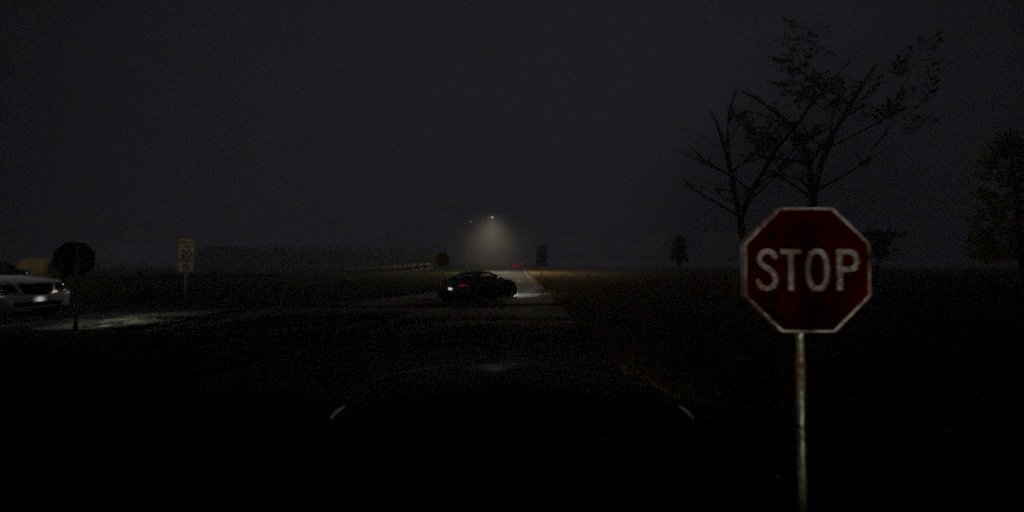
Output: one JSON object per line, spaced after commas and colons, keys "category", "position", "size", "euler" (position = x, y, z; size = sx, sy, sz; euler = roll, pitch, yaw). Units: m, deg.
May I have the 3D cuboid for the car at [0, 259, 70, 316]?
{"category": "car", "position": [-17.856, 1.000, 11.439], "size": [5.566, 2.045, 2.150], "euler": [1, -1, -1]}

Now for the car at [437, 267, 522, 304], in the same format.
{"category": "car", "position": [-1.569, 1.412, 17.242], "size": [1.994, 1.385, 4.181], "euler": [0, 0, 35]}

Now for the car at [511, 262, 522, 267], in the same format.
{"category": "car", "position": [0.784, 1.687, 63.902], "size": [1.994, 1.385, 4.181], "euler": [0, 0, 1]}
